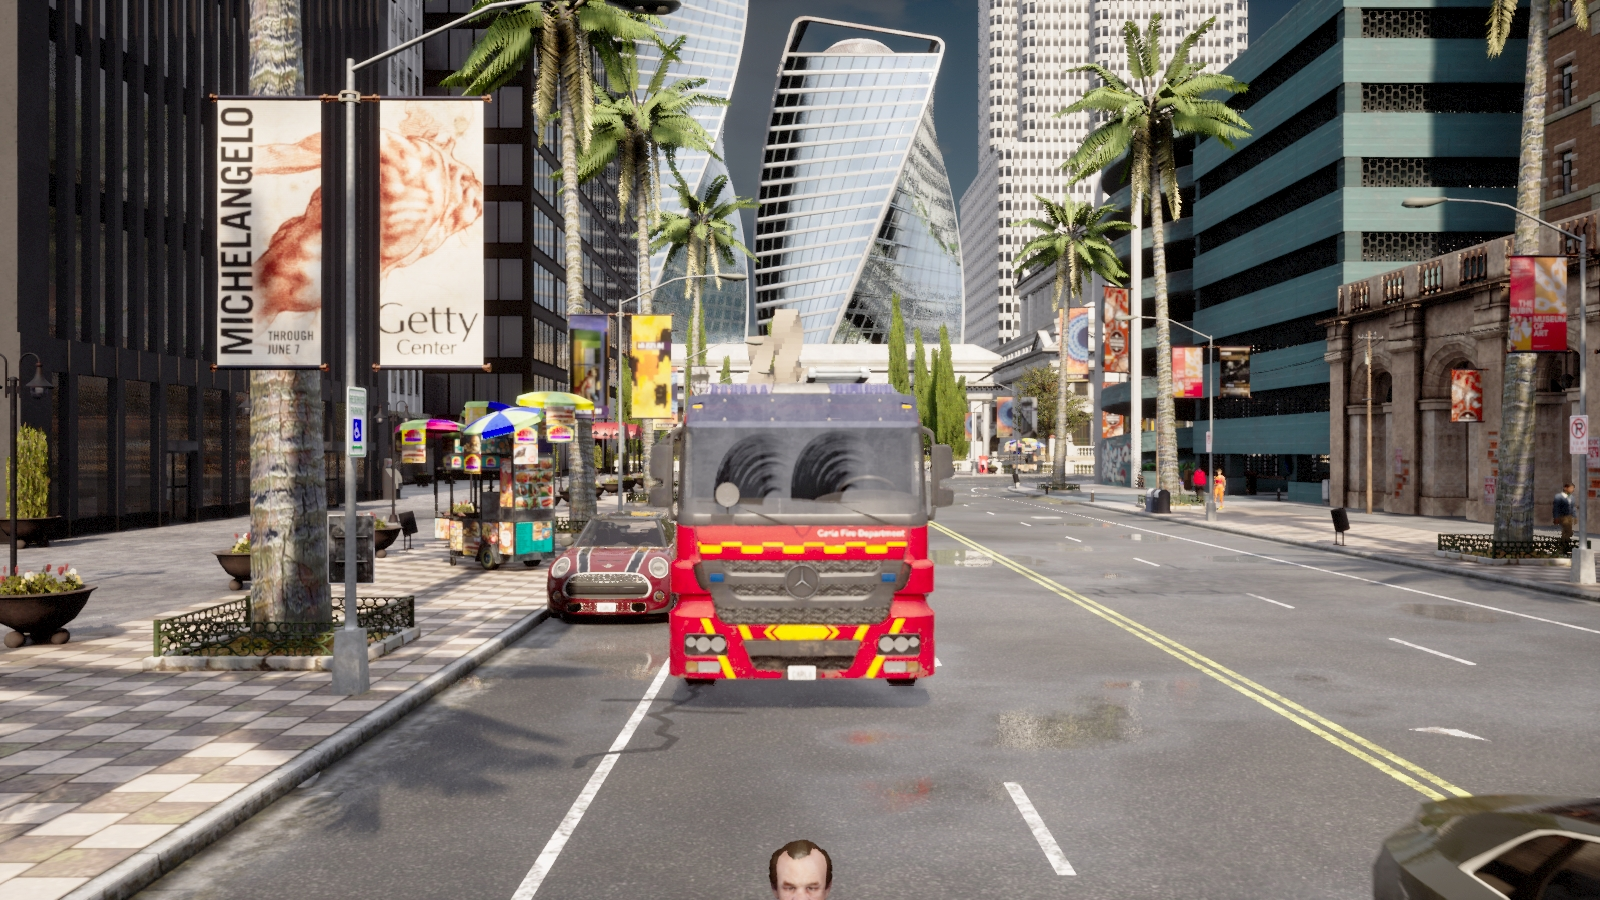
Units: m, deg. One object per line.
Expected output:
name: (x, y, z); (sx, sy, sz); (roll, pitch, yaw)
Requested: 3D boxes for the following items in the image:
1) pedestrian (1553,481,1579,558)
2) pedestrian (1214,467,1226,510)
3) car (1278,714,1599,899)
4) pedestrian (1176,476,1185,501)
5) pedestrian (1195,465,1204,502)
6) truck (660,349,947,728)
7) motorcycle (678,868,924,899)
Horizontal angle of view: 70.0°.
pedestrian: (18.746, 1.696, 27.977); (0.375, 1.860, 0.375); (0, 0, -11)
pedestrian: (18.367, 1.696, 49.984); (0.375, 1.860, 0.375); (0, 0, 38)
car: (3.505, 2.061, 3.269); (2.231, 1.480, 4.892); (0, 0, 0)
pedestrian: (19.663, 1.976, 59.043); (0.375, 1.300, 0.375); (0, 0, 7)
pedestrian: (20.104, 1.698, 57.529); (0.375, 1.860, 0.375); (0, 0, 9)
truck: (0.020, 0.890, 15.751); (2.891, 3.827, 8.468); (0, 0, 0)
motorcycle: (0.003, 2.182, 3.373); (0.856, 1.236, 1.805); (0, 0, 0)
